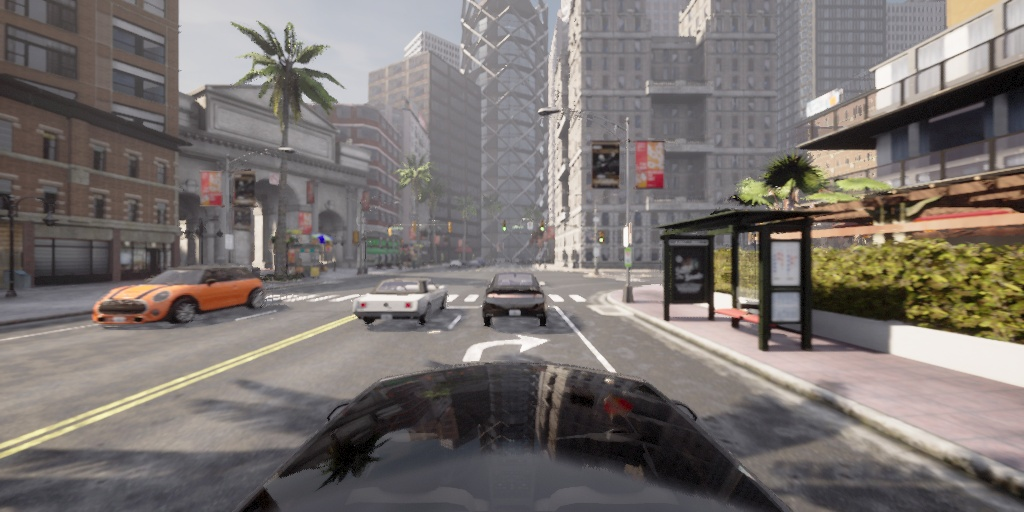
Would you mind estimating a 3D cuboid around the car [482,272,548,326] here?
[{"bbox_3d":[0.105,1.272,11.768,2.128,1.511,4.902,0,0,1],"label":"car"}]

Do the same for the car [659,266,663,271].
[{"bbox_3d":[20.613,1.476,43.938,4.718,1.301,1.895,0,0,0],"label":"car"}]

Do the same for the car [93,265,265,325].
[{"bbox_3d":[-10.603,1.133,11.920,2.097,1.767,4.553,0,0,0],"label":"car"}]

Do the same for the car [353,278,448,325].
[{"bbox_3d":[-3.416,1.382,12.021,1.895,1.301,4.718,0,0,0],"label":"car"}]
